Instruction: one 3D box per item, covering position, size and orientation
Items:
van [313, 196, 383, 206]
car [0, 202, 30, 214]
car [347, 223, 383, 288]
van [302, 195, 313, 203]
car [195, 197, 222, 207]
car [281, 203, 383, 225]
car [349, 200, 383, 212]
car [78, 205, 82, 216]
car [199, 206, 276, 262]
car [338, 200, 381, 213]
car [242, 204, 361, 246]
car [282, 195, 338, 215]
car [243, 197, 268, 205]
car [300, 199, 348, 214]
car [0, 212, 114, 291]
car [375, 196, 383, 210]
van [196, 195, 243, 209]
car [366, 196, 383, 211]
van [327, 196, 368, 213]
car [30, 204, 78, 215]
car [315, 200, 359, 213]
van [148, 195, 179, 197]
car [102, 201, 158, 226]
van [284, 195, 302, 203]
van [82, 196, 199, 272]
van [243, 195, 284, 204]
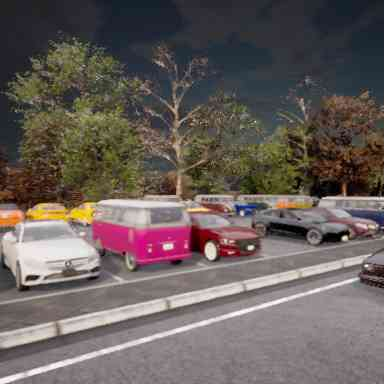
[{"bbox_3d":[9.532,1.262,18.895,1.878,1.987,4.442,0,0,-35],"label":"van"},{"bbox_3d":[-11.512,1.362,20.070,2.185,1.767,4.553,0,0,-35],"label":"car"},{"bbox_3d":[6.288,1.552,8.169,5.357,1.411,2.033,0,0,-35],"label":"car"},{"bbox_3d":[10.850,1.368,36.179,1.878,1.987,4.442,1,-1,-35],"label":"van"},{"bbox_3d":[-0.140,1.485,27.982,1.946,1.575,5.366,0,0,-35],"label":"car"},{"bbox_3d":[7.201,1.528,17.382,2.002,1.452,4.674,0,0,-35],"label":"car"},{"bbox_3d":[24.557,1.864,45.791,2.097,1.535,5.008,1,-1,-35],"label":"car"},{"bbox_3d":[-7.014,1.487,23.306,2.097,1.535,5.008,0,0,-35],"label":"car"},{"bbox_3d":[0.416,1.487,12.552,2.097,1.535,5.008,0,0,-35],"label":"car"},{"bbox_3d":[22.194,1.858,44.118,2.002,1.452,4.674,1,-1,-35],"label":"car"},{"bbox_3d":[4.958,1.517,15.744,2.163,1.488,4.792,0,0,-35],"label":"car"},{"bbox_3d":[13.191,1.387,37.668,2.435,2.045,5.566,1,-1,-35],"label":"car"},{"bbox_3d":[4.261,1.489,31.349,2.097,1.535,5.008,0,0,-35],"label":"car"},{"bbox_3d":[15.532,1.685,39.363,2.097,1.535,5.008,1,-1,-35],"label":"car"},{"bbox_3d":[-4.105,1.527,9.329,2.002,1.452,4.674,0,0,-35],"label":"car"},{"bbox_3d":[31.342,1.748,50.596,2.435,2.045,5.566,1,-1,-35],"label":"car"},{"bbox_3d":[2.076,1.263,29.643,1.878,1.987,4.442,0,0,-35],"label":"van"},{"bbox_3d":[29.086,1.703,48.989,2.435,2.045,5.566,1,-1,-35],"label":"car"},{"bbox_3d":[19.875,1.547,42.606,1.878,1.987,4.442,1,-1,-35],"label":"van"},{"bbox_3d":[-9.372,1.487,21.626,2.097,1.535,5.008,0,0,-35],"label":"car"},{"bbox_3d":[17.787,1.770,40.973,2.002,1.452,4.674,1,-1,-35],"label":"car"},{"bbox_3d":[-2.572,1.262,26.619,1.878,1.987,4.442,0,0,-35],"label":"van"},{"bbox_3d":[-4.757,1.489,24.912,2.231,1.521,4.892,0,0,-35],"label":"car"},{"bbox_3d":[8.696,1.325,34.644,1.878,1.987,4.442,1,-1,-35],"label":"van"},{"bbox_3d":[-1.910,1.261,11.032,1.878,1.987,4.442,0,0,-35],"label":"van"},{"bbox_3d":[6.467,1.278,32.771,1.878,1.987,4.442,1,0,-35],"label":"van"}]
